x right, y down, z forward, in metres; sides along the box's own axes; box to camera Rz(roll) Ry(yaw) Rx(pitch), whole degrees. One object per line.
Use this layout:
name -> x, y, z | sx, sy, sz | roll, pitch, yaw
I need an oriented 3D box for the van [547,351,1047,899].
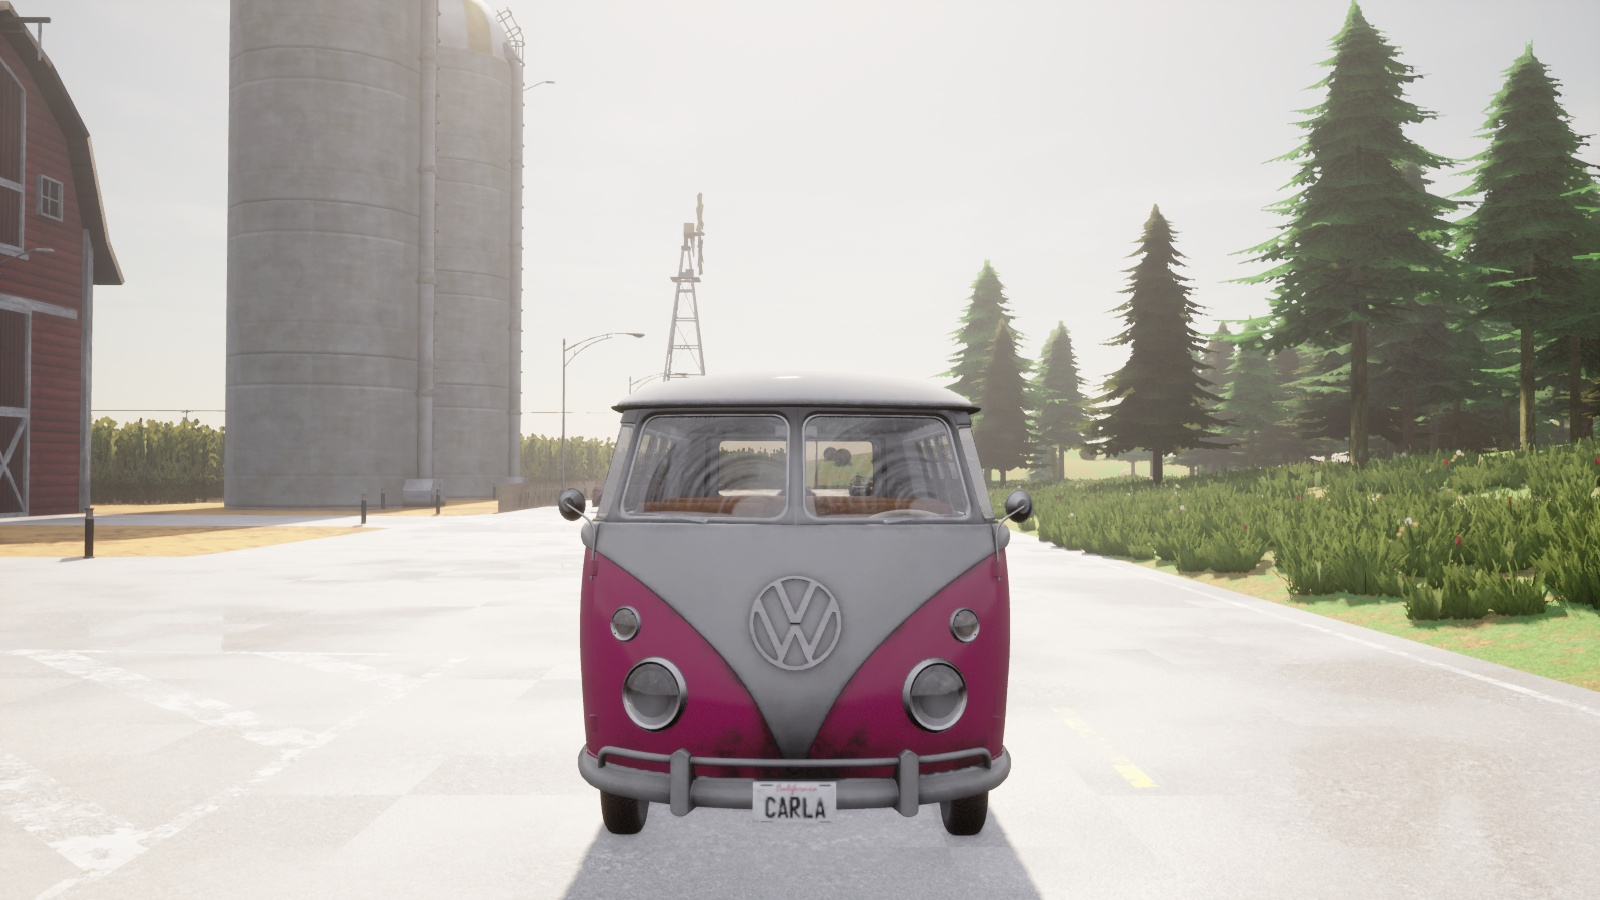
van -> -0.019, 0.680, 6.700 | 1.775, 1.987, 4.442 | 0, -1, 0
